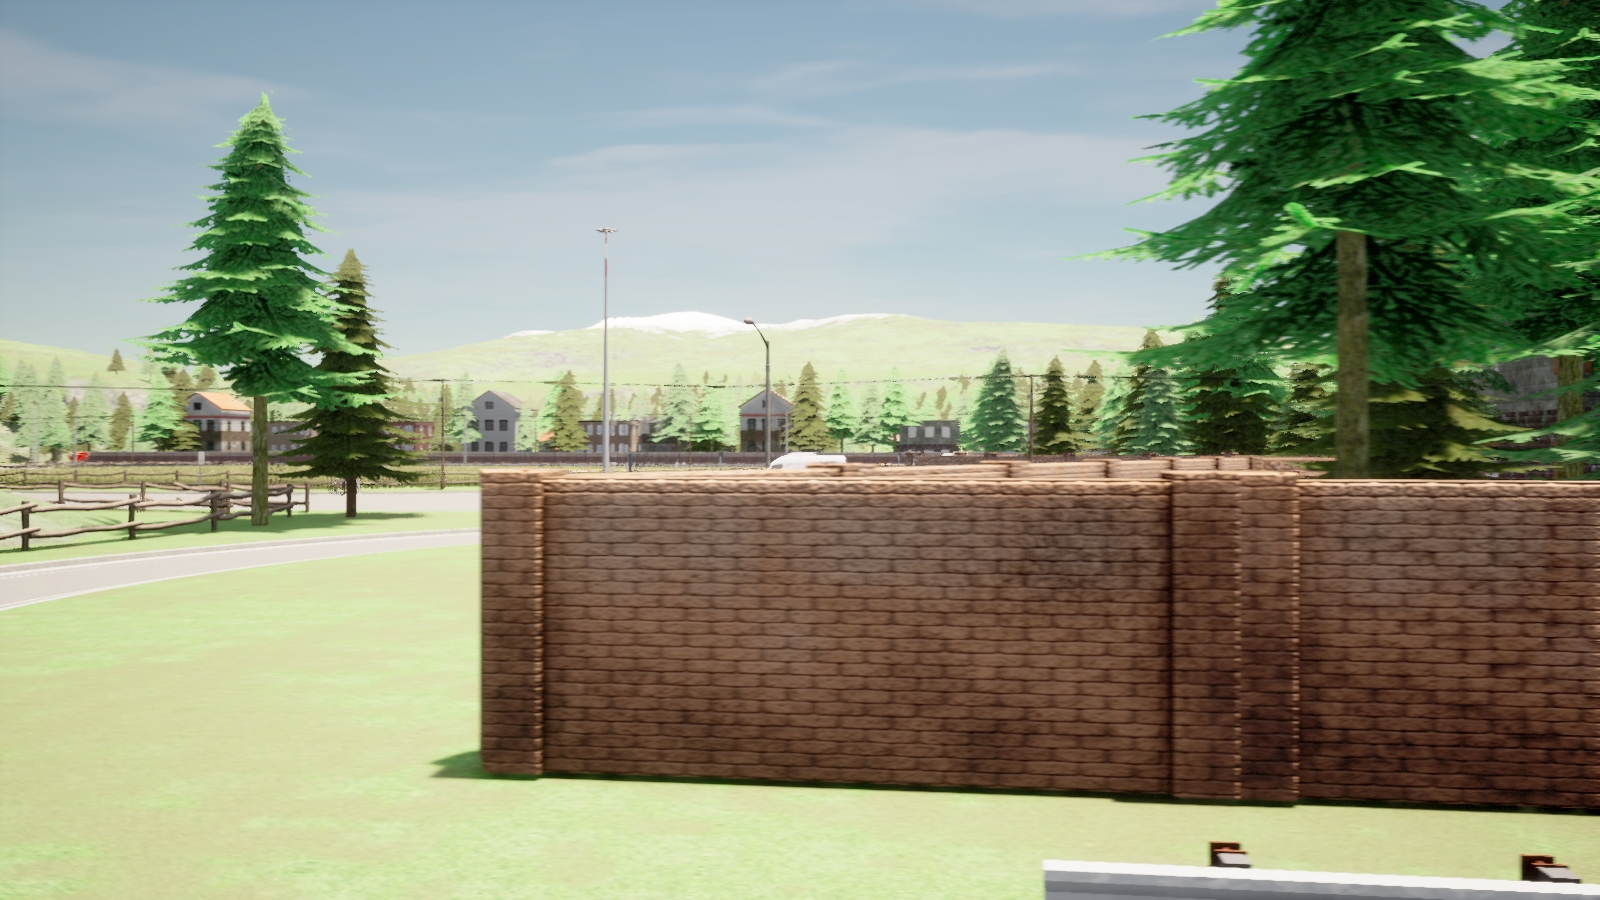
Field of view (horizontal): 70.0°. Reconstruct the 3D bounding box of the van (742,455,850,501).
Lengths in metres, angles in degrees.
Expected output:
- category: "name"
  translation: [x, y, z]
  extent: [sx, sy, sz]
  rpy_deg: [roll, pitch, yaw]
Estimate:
- category: "van"
  translation: [-0.199, 1.584, 65.165]
  extent: [5.915, 2.561, 1.988]
  rpy_deg: [0, 0, 7]
